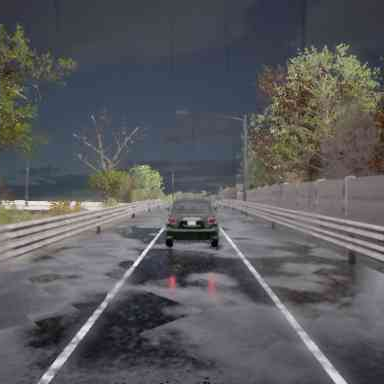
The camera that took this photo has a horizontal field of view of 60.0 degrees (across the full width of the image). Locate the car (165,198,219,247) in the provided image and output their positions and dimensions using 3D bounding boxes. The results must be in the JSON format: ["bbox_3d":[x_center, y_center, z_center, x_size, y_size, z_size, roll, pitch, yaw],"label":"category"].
[{"bbox_3d":[-0.001,1.258,15.217,2.150,2.045,5.566,0,0,0],"label":"car"}]

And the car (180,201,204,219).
[{"bbox_3d":[-0.003,1.575,30.214,1.994,1.385,4.181,0,0,0],"label":"car"}]
